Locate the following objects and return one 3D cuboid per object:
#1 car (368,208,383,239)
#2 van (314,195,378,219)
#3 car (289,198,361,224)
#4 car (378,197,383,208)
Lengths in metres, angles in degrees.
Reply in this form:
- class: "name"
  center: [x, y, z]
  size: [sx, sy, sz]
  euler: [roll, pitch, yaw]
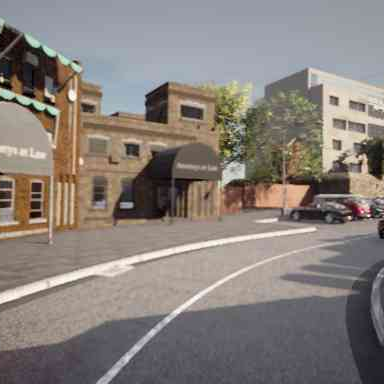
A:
- class: "car"
  center: [11.260, 1.648, 17.059]
  size: [4.674, 1.442, 1.812]
  euler: [-1, 1, -36]
- class: "van"
  center: [12.102, 1.210, 26.961]
  size: [1.878, 1.987, 4.442]
  euler: [-2, 1, -35]
- class: "car"
  center: [9.737, 1.520, 25.460]
  size: [2.231, 1.521, 4.892]
  euler: [-1, 1, -35]
- class: "car"
  center: [14.335, 1.332, 28.655]
  size: [2.231, 1.521, 4.892]
  euler: [-3, 2, -35]
